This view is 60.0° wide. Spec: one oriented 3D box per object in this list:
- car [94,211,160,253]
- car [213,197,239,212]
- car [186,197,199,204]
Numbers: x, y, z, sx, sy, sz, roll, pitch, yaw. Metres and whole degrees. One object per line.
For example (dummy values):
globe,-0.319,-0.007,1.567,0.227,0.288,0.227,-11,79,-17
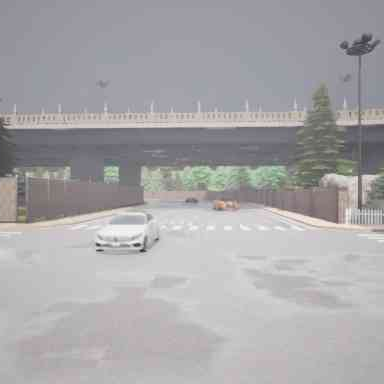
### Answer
car,-2.464,1.528,13.724,1.812,1.442,4.674,0,0,4
car,3.910,1.324,38.994,2.097,1.767,4.553,0,0,-10
car,0.089,1.592,63.894,1.994,1.385,4.181,0,0,-12
